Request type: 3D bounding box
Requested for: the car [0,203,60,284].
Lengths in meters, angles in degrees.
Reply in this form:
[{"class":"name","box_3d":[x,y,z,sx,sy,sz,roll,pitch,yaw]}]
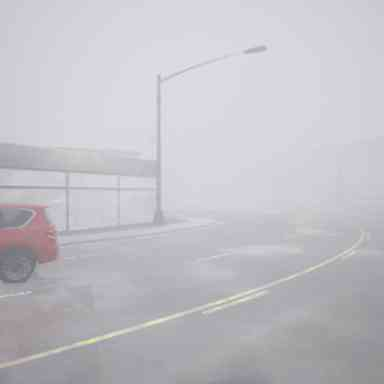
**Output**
[{"class":"car","box_3d":[-6.257,1.303,8.277,5.566,2.045,2.150,1,-1,-38]}]
